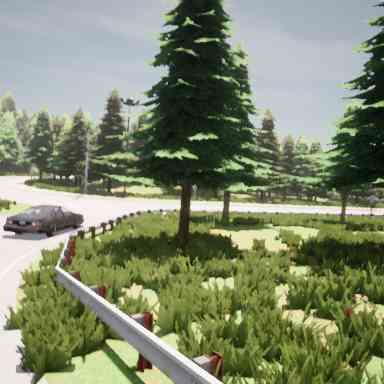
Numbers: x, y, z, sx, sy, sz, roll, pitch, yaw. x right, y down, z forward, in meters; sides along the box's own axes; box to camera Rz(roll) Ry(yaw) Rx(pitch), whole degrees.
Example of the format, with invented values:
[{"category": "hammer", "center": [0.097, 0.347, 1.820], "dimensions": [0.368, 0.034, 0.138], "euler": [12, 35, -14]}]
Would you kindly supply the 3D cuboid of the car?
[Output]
[{"category": "car", "center": [-7.409, 1.376, 17.304], "dimensions": [2.033, 1.411, 5.357], "euler": [4, 1, 3]}]
